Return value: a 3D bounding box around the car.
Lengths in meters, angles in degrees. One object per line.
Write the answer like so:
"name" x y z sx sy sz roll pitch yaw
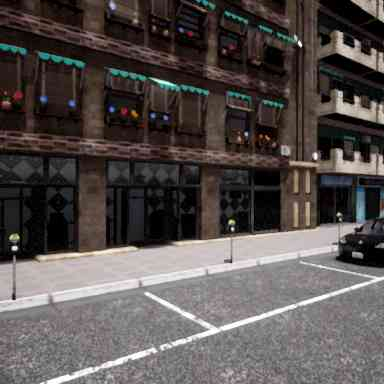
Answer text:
"car" 6.838 1.564 11.445 4.313 1.339 1.947 0 0 -36
